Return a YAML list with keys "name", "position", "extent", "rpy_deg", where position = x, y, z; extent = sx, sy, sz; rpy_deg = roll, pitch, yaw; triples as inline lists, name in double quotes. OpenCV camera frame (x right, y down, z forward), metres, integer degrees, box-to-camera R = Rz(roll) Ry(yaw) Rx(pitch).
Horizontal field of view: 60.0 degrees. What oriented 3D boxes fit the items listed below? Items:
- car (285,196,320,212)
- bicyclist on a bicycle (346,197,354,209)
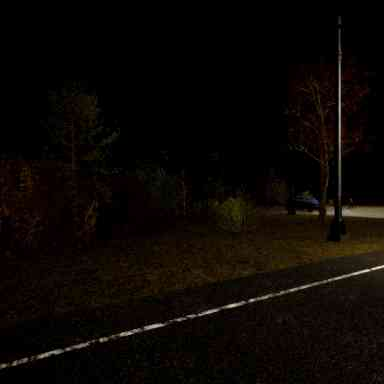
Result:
- name: "car"
  position: [14.930, 1.548, 44.242]
  extent: [2.150, 2.045, 5.566]
  rpy_deg: [-2, 0, -31]
- name: "bicyclist on a bicycle"
  position: [22.255, 1.579, 46.806]
  extent: [1.656, 1.620, 0.582]
  rpy_deg: [0, 0, -31]
